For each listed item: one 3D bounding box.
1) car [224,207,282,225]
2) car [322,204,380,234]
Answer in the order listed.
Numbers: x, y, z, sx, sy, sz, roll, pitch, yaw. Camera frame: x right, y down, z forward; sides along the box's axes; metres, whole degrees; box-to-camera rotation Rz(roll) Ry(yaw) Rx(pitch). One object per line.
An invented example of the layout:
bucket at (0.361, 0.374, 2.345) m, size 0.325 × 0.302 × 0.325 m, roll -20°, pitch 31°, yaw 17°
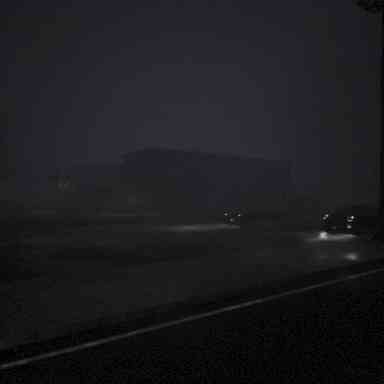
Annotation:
car at (4.736, 1.804, 25.761) m, size 4.718 × 1.301 × 1.895 m, roll 1°, pitch 0°, yaw -35°
car at (10.325, 1.573, 21.135) m, size 4.553 × 1.767 × 2.097 m, roll 1°, pitch 0°, yaw -35°
